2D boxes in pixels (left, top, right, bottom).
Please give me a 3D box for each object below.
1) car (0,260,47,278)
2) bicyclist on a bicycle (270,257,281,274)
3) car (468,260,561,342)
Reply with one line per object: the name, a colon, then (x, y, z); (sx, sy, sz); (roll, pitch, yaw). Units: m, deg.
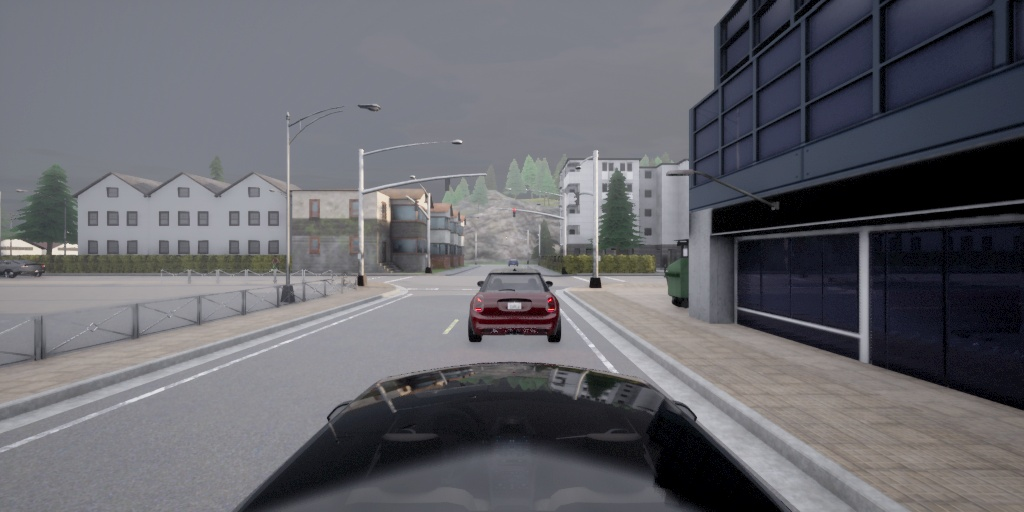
car: (-42.111, 1.065, 29.968); (4.902, 1.511, 2.128); (0, 0, 0)
bicyclist on a bicycle: (-22.221, 0.874, 33.725); (0.582, 1.620, 1.656); (0, 0, 0)
car: (0.082, 1.102, 9.889); (2.097, 1.767, 4.553); (0, 0, 1)
